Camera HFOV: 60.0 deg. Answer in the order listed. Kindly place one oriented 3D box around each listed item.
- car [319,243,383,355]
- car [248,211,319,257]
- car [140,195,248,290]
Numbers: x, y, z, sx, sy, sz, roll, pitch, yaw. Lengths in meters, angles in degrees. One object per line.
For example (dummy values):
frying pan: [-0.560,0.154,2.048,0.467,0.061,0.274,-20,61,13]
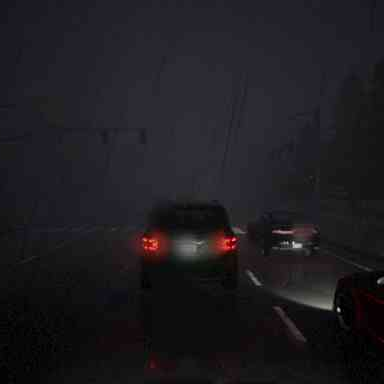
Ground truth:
car: [3.424,1.564,4.064,1.994,1.385,4.181,0,0,-1]
car: [3.333,1.491,12.972,2.128,1.511,4.902,0,0,0]
car: [-0.100,1.221,9.215,2.150,2.045,5.566,0,0,-1]
